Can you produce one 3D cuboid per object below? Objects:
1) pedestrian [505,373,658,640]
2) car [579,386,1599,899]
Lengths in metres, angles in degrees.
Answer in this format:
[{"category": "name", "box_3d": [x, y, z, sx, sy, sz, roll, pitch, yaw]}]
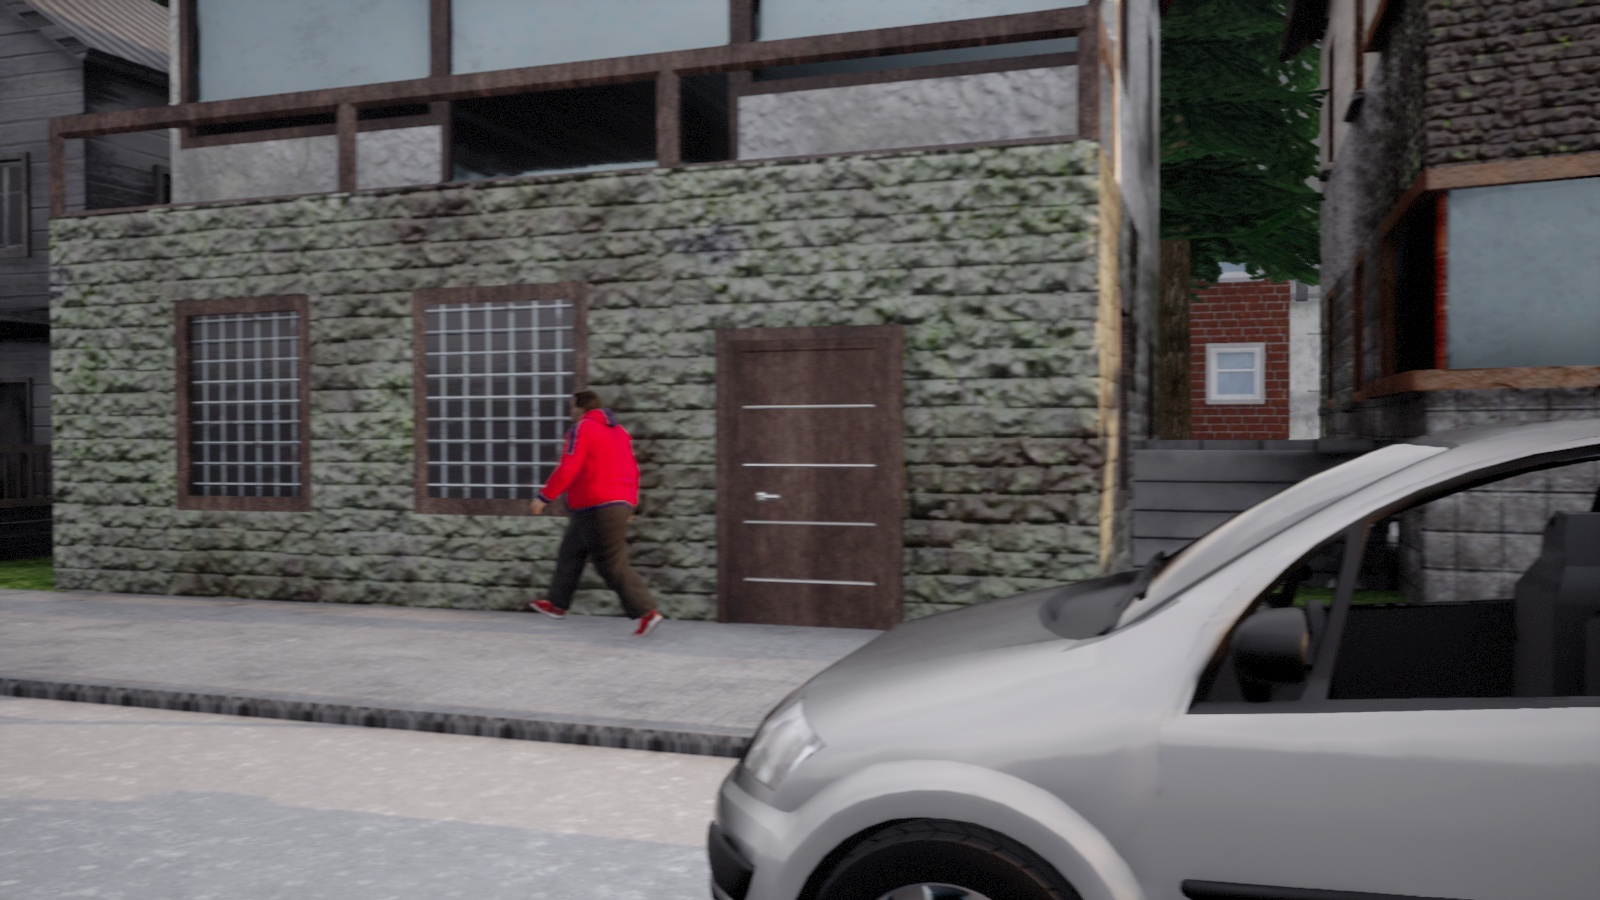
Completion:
[{"category": "pedestrian", "box_3d": [-1.579, 0.384, 9.112, 0.899, 1.844, 0.634, 1, 1, 19]}, {"category": "car", "box_3d": [1.673, 0.681, 3.156, 3.988, 1.617, 1.851, 1, 1, 19]}]
